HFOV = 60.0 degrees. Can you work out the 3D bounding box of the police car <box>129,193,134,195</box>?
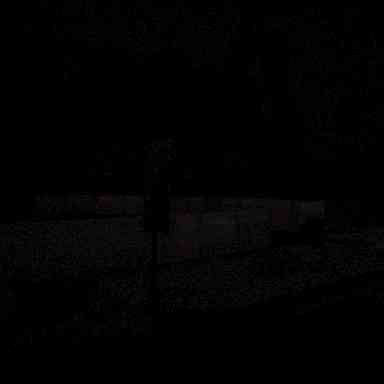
[{"bbox_3d":[-7.191,0.964,42.893,2.038,1.542,4.974,1,0,-36],"label":"police car"}]
